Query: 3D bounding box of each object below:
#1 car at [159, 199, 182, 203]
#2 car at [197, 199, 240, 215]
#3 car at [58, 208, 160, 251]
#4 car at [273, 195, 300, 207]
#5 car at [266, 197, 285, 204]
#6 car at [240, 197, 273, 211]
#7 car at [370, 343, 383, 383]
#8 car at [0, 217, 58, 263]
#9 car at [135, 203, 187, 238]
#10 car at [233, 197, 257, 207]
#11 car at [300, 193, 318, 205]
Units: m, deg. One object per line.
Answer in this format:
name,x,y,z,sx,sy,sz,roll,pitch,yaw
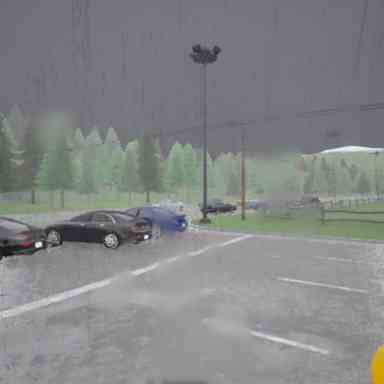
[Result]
car,-2.746,1.606,39.014,1.812,1.442,4.674,0,0,35
car,2.761,1.658,34.681,1.895,1.301,4.718,0,0,35
car,-4.099,1.545,14.281,4.892,1.490,1.837,0,-1,22
car,14.064,1.408,50.185,2.097,1.767,4.553,0,0,36
car,16.463,1.679,65.188,1.895,1.301,4.718,0,0,36
car,8.103,1.582,42.050,1.812,1.442,4.674,0,0,36
car,3.577,1.470,1.442,5.008,1.535,1.882,0,0,36
car,-7.306,1.567,11.339,4.674,1.442,1.812,0,-1,11
car,-2.730,1.518,17.625,5.008,1.535,1.882,0,-1,21
car,8.838,1.557,54.877,1.882,1.535,5.008,0,0,36
car,20.733,1.275,59.215,2.150,2.045,5.566,0,0,37
